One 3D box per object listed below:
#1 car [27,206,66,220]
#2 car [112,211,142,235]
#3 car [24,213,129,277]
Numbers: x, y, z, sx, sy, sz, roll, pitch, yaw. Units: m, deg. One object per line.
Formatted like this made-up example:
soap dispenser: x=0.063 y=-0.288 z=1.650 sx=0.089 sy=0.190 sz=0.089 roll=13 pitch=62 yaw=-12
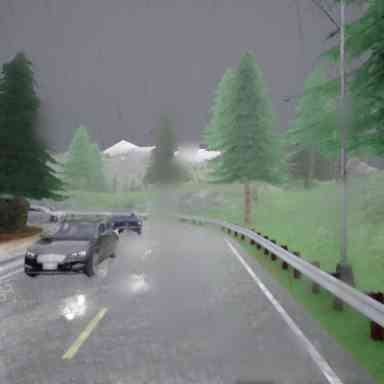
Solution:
car: x=-12.980 y=1.941 z=28.794 sx=4.674 sy=1.442 sz=1.812 roll=0 pitch=-1 yaw=7
car: x=-4.242 y=1.892 z=20.701 sx=1.895 sy=1.301 sz=4.718 roll=0 pitch=-1 yaw=-15
car: x=-3.634 y=1.643 z=10.866 sx=2.128 sy=1.511 sz=4.902 roll=0 pitch=-1 yaw=-1
